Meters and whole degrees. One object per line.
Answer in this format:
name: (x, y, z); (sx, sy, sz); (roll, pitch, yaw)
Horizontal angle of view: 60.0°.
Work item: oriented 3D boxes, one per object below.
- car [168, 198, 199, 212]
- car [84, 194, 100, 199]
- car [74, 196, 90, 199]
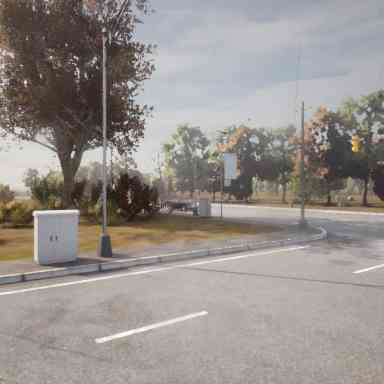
car: (-1.017, 1.478, 38.585); (2.128, 1.511, 4.902); (0, 0, -33)
car: (-26.301, 1.253, 87.664); (4.718, 1.301, 1.895); (1, 0, 41)
car: (-28.461, 1.007, 84.889); (4.553, 1.767, 2.097); (1, 0, 41)
